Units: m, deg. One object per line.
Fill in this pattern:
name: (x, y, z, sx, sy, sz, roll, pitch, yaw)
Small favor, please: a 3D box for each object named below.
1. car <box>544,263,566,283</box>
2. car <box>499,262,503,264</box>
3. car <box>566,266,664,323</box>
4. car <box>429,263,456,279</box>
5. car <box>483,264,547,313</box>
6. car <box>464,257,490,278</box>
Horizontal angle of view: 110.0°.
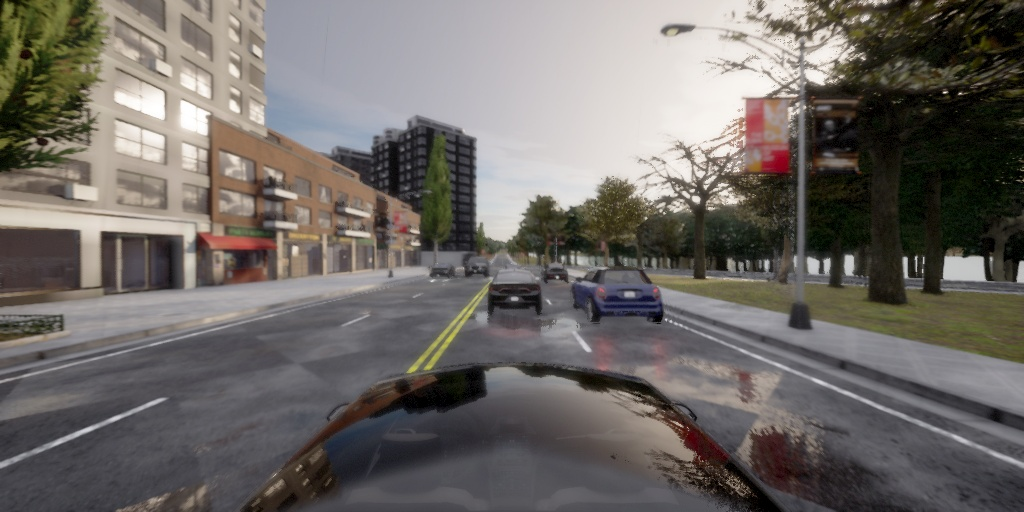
car: (3.347, 1.328, 28.788, 1.837, 1.490, 4.892, 0, 0, 0)
car: (0.097, 1.390, 29.339, 1.994, 1.385, 4.181, 0, 0, 0)
car: (3.342, 1.118, 12.273, 2.097, 1.767, 4.553, 0, 0, 0)
car: (-6.594, 1.398, 34.768, 2.033, 1.411, 5.357, 0, 0, 0)
car: (0.096, 1.249, 14.066, 1.882, 1.535, 5.008, 0, 0, 0)
car: (-3.343, 1.077, 35.440, 2.150, 2.045, 5.566, 0, -1, 0)
